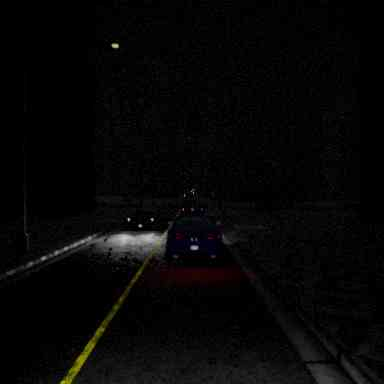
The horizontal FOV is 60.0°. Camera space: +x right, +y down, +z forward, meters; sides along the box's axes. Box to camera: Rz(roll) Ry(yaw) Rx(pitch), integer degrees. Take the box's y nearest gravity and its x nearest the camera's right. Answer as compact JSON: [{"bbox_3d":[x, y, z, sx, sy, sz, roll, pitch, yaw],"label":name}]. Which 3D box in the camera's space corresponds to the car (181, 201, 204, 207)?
[{"bbox_3d":[0.062,1.576,30.659,2.097,1.767,4.553,0,0,0],"label":"car"}]

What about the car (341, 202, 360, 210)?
[{"bbox_3d":[29.014,2.453,59.254,4.507,1.381,1.887,1,-1,0],"label":"car"}]

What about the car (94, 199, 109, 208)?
[{"bbox_3d":[-14.824,1.740,50.596,4.403,1.369,2.008,1,-1,0],"label":"car"}]

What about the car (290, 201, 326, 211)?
[{"bbox_3d":[17.898,2.197,50.721,4.829,1.417,1.752,1,-1,0],"label":"car"}]

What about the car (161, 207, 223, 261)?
[{"bbox_3d":[0.083,1.567,12.708,1.882,1.535,5.008,0,0,0],"label":"car"}]

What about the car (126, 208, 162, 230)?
[{"bbox_3d":[-3.122,1.762,22.325,1.895,1.301,4.718,0,0,0],"label":"car"}]

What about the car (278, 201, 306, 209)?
[{"bbox_3d":[17.728,2.279,59.244,4.403,1.369,2.008,1,-1,0],"label":"car"}]

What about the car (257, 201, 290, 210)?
[{"bbox_3d":[12.084,2.148,50.715,4.313,1.339,1.947,1,-1,0],"label":"car"}]
